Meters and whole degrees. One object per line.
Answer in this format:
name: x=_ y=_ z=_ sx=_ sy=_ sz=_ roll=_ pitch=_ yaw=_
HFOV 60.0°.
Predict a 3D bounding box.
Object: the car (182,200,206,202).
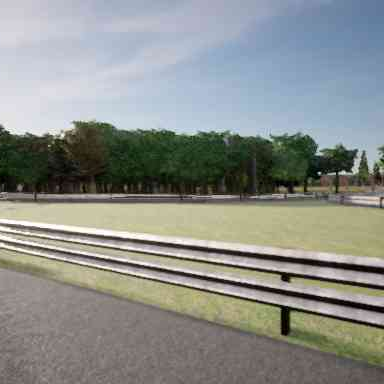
car: x=0.312 y=1.016 z=55.247 sx=4.181 sy=1.385 sz=1.994 roll=0 pitch=0 yaw=-19
